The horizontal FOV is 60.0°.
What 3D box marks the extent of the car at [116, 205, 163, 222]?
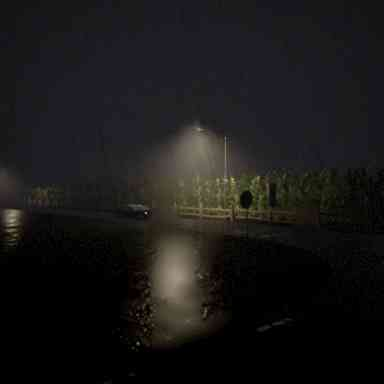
[{"bbox_3d":[-4.436,1.748,27.830,1.895,1.301,4.718,1,-1,-41],"label":"car"}]
